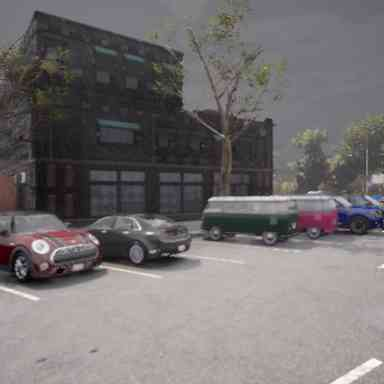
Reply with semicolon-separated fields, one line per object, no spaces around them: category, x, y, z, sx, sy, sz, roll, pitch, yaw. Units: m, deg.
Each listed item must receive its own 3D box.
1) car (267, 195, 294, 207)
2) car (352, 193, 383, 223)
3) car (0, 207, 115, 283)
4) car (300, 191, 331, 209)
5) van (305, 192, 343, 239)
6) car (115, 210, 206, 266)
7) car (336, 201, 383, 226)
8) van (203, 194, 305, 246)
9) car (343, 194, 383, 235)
car;13.107;1.234;49.123;1.946;1.575;5.366;-1;1;36
car;14.545;1.074;23.456;5.566;2.045;2.435;-1;0;35
car;-4.734;1.351;9.740;4.553;1.767;2.185;-1;-1;35
car;16.355;0.989;43.965;2.435;2.045;5.566;0;1;36
van;4.832;1.177;16.649;4.442;1.987;1.878;-1;0;35
car;-2.292;1.459;11.440;4.892;1.521;2.231;-1;0;34
car;12.194;1.373;21.732;4.792;1.488;2.163;-1;-1;34
van;2.421;1.196;14.934;4.442;1.987;1.878;-1;0;35
car;7.366;1.131;18.292;5.566;2.045;2.435;-1;-1;35
